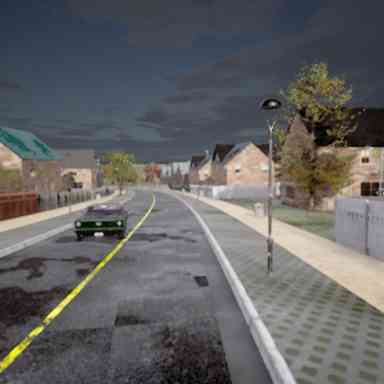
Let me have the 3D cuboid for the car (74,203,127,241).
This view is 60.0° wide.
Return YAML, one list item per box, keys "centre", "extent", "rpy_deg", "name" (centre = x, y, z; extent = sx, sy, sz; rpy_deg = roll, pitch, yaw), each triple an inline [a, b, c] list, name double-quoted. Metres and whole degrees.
- centre: [-3.756, 1.170, 14.211]
  extent: [1.895, 1.301, 4.718]
  rpy_deg: [0, 2, -10]
  name: "car"
